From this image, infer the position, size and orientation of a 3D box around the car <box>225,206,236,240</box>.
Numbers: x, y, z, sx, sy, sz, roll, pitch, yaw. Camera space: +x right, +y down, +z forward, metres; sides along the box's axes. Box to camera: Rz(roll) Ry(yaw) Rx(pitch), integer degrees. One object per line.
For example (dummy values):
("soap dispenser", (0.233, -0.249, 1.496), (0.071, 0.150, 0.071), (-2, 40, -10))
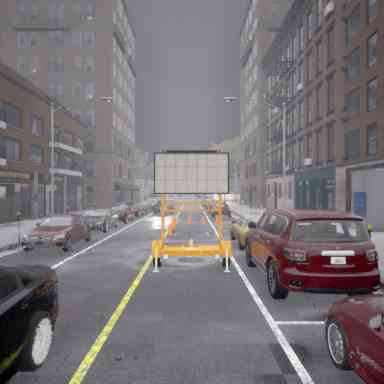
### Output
("car", (2.616, 1.525, 14.054), (1.752, 1.417, 4.829), (0, 0, 0))

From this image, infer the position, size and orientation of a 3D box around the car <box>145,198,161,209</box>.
("car", (-5.448, 1.535, 46.812), (1.752, 1.417, 4.829), (0, 0, 0))

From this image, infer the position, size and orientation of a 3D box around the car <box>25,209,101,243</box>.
("car", (-5.405, 1.582, 13.869), (1.802, 1.307, 4.206), (0, 0, 0))

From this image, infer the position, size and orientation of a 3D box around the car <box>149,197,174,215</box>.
("car", (-2.791, 1.493, 33.560), (2.128, 1.511, 4.902), (0, 0, 0))

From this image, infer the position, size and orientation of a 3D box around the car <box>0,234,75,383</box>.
("car", (-2.851, 1.477, 2.829), (1.882, 1.535, 5.008), (0, 0, 0))

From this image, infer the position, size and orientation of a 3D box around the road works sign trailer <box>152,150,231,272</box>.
("road works sign trailer", (-0.014, 0.464, 10.731), (2.380, 3.560, 2.880), (0, 0, 0))

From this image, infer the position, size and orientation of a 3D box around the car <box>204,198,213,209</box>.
("car", (2.591, 1.584, 35.958), (1.802, 1.307, 4.206), (0, 0, 0))

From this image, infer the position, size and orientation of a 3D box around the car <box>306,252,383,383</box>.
("car", (2.634, 1.582, 2.849), (1.802, 1.307, 4.206), (0, 0, 0))

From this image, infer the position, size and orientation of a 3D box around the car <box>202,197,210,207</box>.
("car", (2.584, 1.531, 41.647), (1.752, 1.417, 4.829), (0, 0, 0))

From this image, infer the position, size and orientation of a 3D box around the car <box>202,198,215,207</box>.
("car", (2.570, 1.596, 52.513), (1.802, 1.307, 4.206), (0, 0, 0))

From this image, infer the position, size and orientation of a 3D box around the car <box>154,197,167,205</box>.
("car", (-5.463, 1.601, 58.020), (1.802, 1.307, 4.206), (0, 0, 0))

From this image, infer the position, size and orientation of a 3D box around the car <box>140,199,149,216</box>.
("car", (-5.426, 1.567, 30.426), (1.947, 1.339, 4.313), (0, 0, 0))

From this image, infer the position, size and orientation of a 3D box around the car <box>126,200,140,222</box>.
("car", (-5.419, 1.545, 24.908), (1.887, 1.381, 4.507), (0, 0, 0))

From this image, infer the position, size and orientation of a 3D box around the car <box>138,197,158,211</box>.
("car", (-5.441, 1.446, 41.463), (1.967, 1.590, 4.097), (0, 0, 0))

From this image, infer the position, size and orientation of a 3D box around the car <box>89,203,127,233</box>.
("car", (-5.412, 1.551, 19.389), (2.008, 1.369, 4.403), (0, 0, 0))

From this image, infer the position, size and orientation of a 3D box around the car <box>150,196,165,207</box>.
("car", (-5.456, 1.454, 52.501), (1.967, 1.590, 4.097), (0, 0, 0))

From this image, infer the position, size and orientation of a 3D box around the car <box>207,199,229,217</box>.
("car", (2.599, 1.583, 30.441), (1.802, 1.307, 4.206), (0, 0, 0))

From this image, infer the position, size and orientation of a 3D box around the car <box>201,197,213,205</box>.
("car", (2.563, 1.585, 58.032), (1.947, 1.339, 4.313), (0, 0, 0))

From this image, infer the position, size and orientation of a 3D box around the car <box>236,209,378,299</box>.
("car", (2.627, 1.315, 8.368), (2.192, 1.841, 5.009), (0, 0, 0))
